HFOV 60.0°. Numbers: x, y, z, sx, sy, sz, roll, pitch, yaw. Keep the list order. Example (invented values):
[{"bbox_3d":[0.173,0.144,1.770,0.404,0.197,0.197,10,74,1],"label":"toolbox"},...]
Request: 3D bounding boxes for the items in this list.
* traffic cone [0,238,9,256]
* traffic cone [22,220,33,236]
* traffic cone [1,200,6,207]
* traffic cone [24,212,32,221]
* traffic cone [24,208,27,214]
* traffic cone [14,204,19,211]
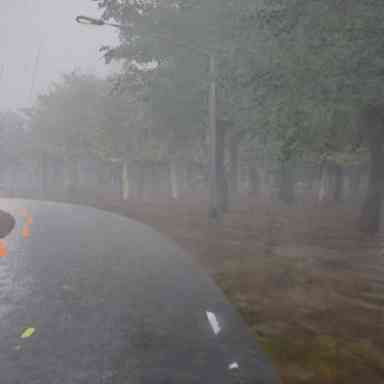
[{"bbox_3d":[-6.527,1.888,11.466,0.340,0.580,0.340,-1,1,-15],"label":"traffic cone"},{"bbox_3d":[-7.972,1.783,15.959,0.340,0.580,0.340,-1,2,-21],"label":"traffic cone"},{"bbox_3d":[-18.023,1.104,31.793,0.340,0.580,0.340,-2,3,-44],"label":"traffic cone"},{"bbox_3d":[-9.866,1.642,20.279,0.340,0.580,0.340,-1,2,-27],"label":"traffic cone"},{"bbox_3d":[-12.188,1.466,24.386,0.340,0.580,0.340,-1,3,-32],"label":"traffic cone"},{"bbox_3d":[-14.918,1.279,28.237,0.340,0.580,0.340,-2,3,-38],"label":"traffic cone"}]
